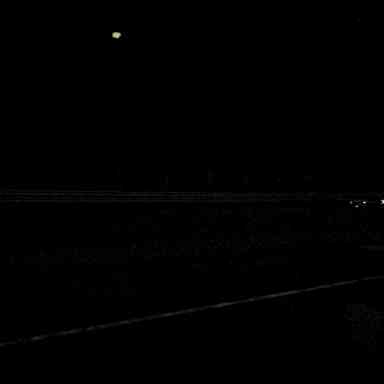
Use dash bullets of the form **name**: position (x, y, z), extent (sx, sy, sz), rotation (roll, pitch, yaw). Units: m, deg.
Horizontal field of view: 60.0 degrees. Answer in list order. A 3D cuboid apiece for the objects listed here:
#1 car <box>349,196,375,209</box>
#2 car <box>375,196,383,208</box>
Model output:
- **car**: position (18.063, 1.110, 33.383), extent (4.718, 1.301, 1.895), rotation (0, 2, -27)
- **car**: position (19.710, 0.863, 30.282), extent (5.566, 2.045, 2.150), rotation (0, 2, -27)
